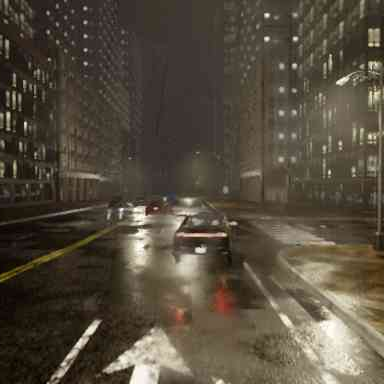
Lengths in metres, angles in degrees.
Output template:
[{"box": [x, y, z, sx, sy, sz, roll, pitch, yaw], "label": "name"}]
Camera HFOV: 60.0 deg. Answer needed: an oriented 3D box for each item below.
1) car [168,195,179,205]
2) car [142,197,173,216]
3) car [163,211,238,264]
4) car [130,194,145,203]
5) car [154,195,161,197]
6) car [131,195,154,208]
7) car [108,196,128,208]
[{"box": [-3.134, 1.280, 53.077, 1.812, 1.442, 4.674, 0, 0, 0], "label": "car"}, {"box": [-3.143, 1.412, 30.937, 1.994, 1.385, 4.181, 0, 0, 0], "label": "car"}, {"box": [0.551, 1.471, 11.679, 2.128, 1.511, 4.902, -1, -1, 7], "label": "car"}, {"box": [-9.764, 1.198, 60.000, 1.882, 1.535, 5.008, 0, 0, 1], "label": "car"}, {"box": [-6.505, 1.280, 61.017, 1.994, 1.385, 4.181, 0, 0, 1], "label": "car"}, {"box": [-6.562, 1.319, 44.386, 1.812, 1.442, 4.674, 0, 0, 0], "label": "car"}, {"box": [-9.813, 1.295, 44.432, 1.837, 1.490, 4.892, 0, 1, 0], "label": "car"}]
